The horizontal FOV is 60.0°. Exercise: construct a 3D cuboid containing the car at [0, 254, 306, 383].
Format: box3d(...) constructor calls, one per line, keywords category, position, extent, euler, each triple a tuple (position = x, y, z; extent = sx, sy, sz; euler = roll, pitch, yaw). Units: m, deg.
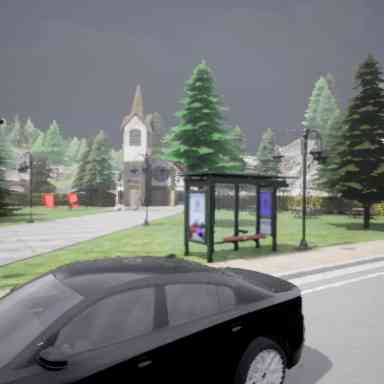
box3d(category="car", position=(-0.939, 1.486, 3.446), extent=(5.008, 1.535, 1.882), euler=(1, 0, -35))
